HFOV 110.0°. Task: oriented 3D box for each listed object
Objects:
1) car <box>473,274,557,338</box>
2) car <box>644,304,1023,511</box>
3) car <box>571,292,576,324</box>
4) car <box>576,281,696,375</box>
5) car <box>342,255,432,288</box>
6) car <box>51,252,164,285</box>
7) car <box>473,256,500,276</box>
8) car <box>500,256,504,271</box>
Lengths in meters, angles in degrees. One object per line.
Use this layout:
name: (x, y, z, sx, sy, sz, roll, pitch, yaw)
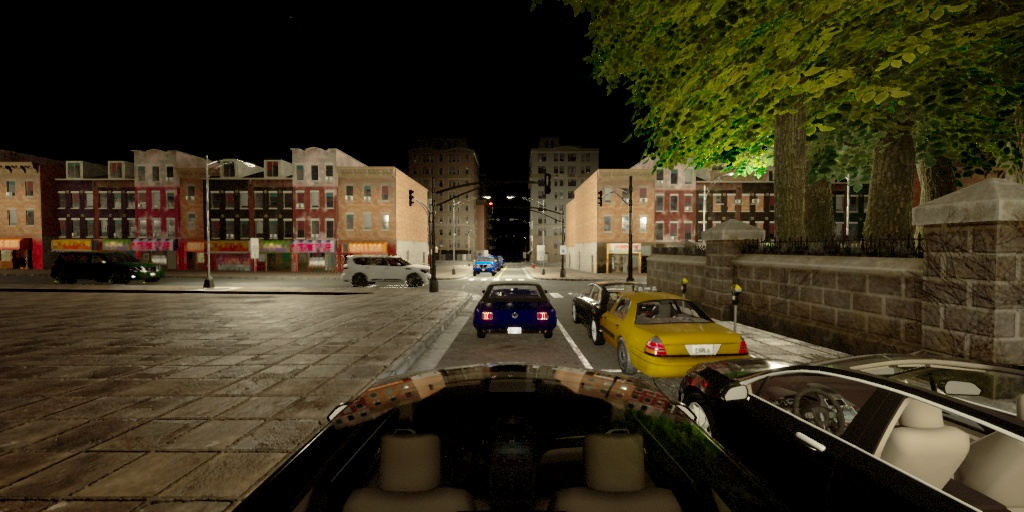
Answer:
car: (0.075, 1.349, 10.109, 1.895, 1.301, 4.718, 0, 0, 0)
car: (2.637, 1.300, 2.169, 2.007, 1.370, 4.403, 0, 0, 0)
car: (2.661, 1.299, 9.304, 2.007, 1.370, 4.403, 0, 0, 0)
car: (2.686, 1.274, 7.330, 1.751, 1.417, 4.829, 0, 0, 0)
car: (-7.962, 0.951, 23.186, 5.566, 2.045, 2.150, 0, 1, -7)
car: (-25.605, 0.774, 22.785, 5.566, 2.045, 2.150, 1, 1, 0)
car: (-2.749, 0.981, 37.284, 2.150, 2.045, 5.566, 0, 0, 0)
car: (-2.652, 0.993, 47.895, 2.150, 2.045, 5.566, 0, 0, 1)
